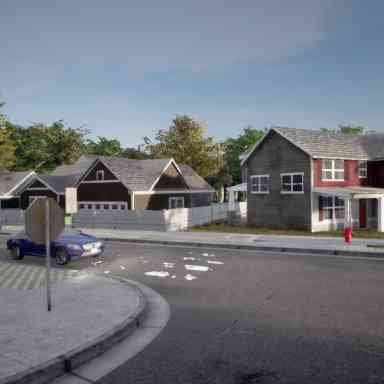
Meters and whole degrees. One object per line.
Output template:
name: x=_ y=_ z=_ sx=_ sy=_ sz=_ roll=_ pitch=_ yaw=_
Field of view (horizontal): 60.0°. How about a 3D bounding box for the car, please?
car: x=-5.803 y=2.066 z=13.990 sx=4.674 sy=1.442 sz=1.812 roll=-2 pitch=0 yaw=30
